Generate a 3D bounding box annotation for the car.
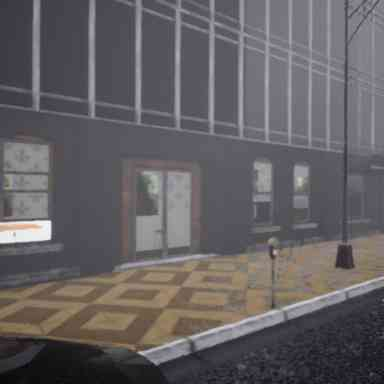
[{"bbox_3d":[-1.989,1.554,1.203,4.313,1.339,1.947,0,0,-35],"label":"car"}]
